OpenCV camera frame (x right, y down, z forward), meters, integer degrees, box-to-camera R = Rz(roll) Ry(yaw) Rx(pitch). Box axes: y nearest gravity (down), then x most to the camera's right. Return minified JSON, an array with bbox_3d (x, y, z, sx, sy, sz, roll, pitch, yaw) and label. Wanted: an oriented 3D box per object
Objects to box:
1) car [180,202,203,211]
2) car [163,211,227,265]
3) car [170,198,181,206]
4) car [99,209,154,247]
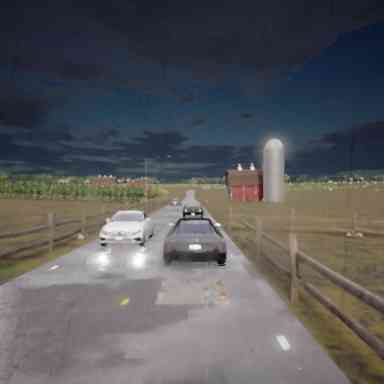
[{"bbox_3d":[0.096,1.688,31.526,1.895,1.301,4.718,0,0,0],"label":"car"},{"bbox_3d":[0.090,1.587,11.759,1.994,1.385,4.181,0,0,0],"label":"car"},{"bbox_3d":[-2.803,1.711,57.578,2.128,1.511,4.902,0,0,1],"label":"car"},{"bbox_3d":[-2.850,1.558,15.324,1.812,1.442,4.674,0,0,0],"label":"car"}]
